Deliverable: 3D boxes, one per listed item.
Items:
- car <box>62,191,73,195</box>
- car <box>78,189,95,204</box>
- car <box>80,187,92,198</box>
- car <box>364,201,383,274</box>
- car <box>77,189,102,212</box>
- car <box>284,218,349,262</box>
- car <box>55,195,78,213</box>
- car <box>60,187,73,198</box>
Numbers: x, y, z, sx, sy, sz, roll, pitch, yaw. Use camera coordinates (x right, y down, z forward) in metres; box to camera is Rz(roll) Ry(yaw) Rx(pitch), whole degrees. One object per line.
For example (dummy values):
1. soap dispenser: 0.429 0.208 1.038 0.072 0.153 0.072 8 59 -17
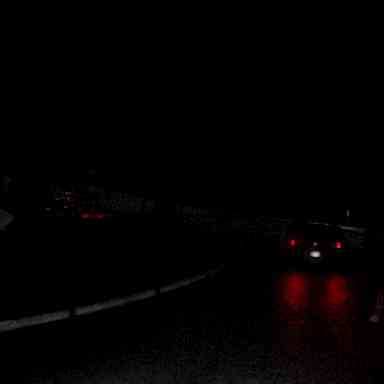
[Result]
1. car: -17.803 0.808 46.268 1.895 1.301 4.718 0 4 -17
2. car: -14.947 0.565 47.180 2.097 1.767 4.553 0 4 -17
3. car: -18.070 -0.011 56.547 1.882 1.535 5.008 0 4 -19
4. car: 6.795 1.233 10.213 2.150 2.045 5.566 1 0 21
5. car: -11.529 1.060 37.186 2.150 2.045 5.566 0 2 -27
6. car: 4.409 1.604 12.229 1.895 1.301 4.718 0 0 17
7. car: -13.841 1.425 35.662 1.994 1.385 4.181 0 2 -28
8. car: -21.051 0.020 55.991 2.033 1.411 5.357 0 4 -19
